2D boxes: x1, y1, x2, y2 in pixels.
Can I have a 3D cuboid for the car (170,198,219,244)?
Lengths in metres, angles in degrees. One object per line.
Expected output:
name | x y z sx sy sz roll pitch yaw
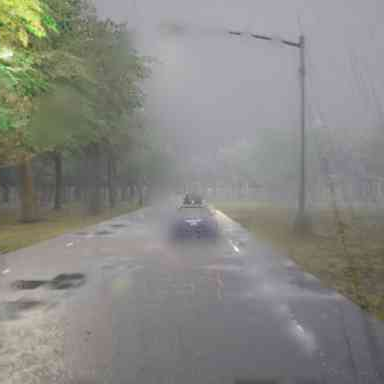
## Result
car | 0.099 1.355 15.964 2.097 1.767 4.553 0 0 0

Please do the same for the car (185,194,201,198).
car | 0.100 1.235 38.222 2.150 2.045 5.566 0 0 0
